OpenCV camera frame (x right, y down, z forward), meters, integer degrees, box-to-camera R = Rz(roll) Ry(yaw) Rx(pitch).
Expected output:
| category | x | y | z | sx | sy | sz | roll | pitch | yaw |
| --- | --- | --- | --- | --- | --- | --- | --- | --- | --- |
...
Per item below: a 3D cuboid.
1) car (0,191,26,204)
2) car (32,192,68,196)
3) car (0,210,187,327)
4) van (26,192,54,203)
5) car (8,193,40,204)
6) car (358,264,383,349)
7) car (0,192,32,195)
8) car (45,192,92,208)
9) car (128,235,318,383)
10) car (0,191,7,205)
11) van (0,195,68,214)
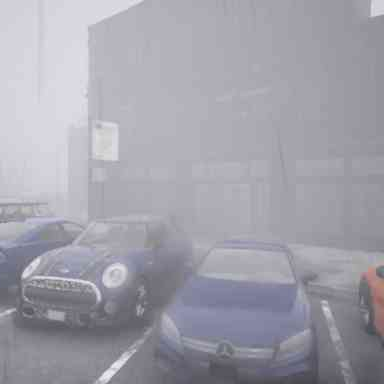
| category | x | y | z | sx | sy | sz | roll | pitch | yaw |
| --- | --- | --- | --- | --- | --- | --- | --- | --- | --- |
| car | -30.491 | 0.941 | 54.691 | 5.566 | 2.045 | 2.435 | 0 | -1 | 14 |
| car | -18.320 | 1.025 | 42.519 | 5.566 | 2.045 | 2.435 | 1 | 1 | 14 |
| car | -1.474 | 1.328 | 7.273 | 2.185 | 1.767 | 4.553 | 1 | 0 | 16 |
| van | -27.238 | 0.966 | 59.711 | 4.442 | 1.987 | 1.878 | 0 | 0 | 14 |
| car | -28.851 | 1.066 | 57.201 | 4.553 | 1.767 | 2.185 | -1 | -1 | 14 |
| car | 3.372 | 1.360 | 3.705 | 2.185 | 1.767 | 4.553 | 0 | -1 | 16 |
| car | -21.588 | 1.027 | 37.626 | 5.566 | 2.045 | 2.435 | 1 | 0 | 14 |
| car | -16.656 | 1.024 | 44.966 | 5.566 | 2.045 | 2.435 | 1 | 1 | 14 |
| car | 0.948 | 1.510 | 5.490 | 2.002 | 1.452 | 4.674 | 1 | 0 | 16 |
| car | -32.245 | 0.942 | 52.182 | 5.566 | 2.045 | 2.435 | 0 | 0 | 14 |
| van | -6.341 | 1.197 | 10.864 | 1.878 | 1.987 | 4.442 | 0 | -1 | 16 |
